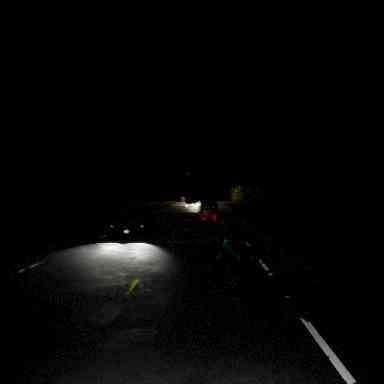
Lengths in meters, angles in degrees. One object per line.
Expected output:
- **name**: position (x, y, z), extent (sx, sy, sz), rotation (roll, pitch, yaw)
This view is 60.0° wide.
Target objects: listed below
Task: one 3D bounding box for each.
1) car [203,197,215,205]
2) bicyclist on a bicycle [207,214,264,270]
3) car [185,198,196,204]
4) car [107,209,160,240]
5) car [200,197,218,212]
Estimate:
- **car**: position (3.179, 1.656, 62.483), extent (2.128, 1.511, 4.902), rotation (0, -1, 3)
- **bicyclist on a bicycle**: position (1.258, 1.453, 9.647), extent (1.656, 1.620, 0.582), rotation (-1, 0, 3)
- **car**: position (-0.246, 1.800, 66.415), extent (1.895, 1.301, 4.718), rotation (0, 0, 3)
- **car**: position (-2.830, 1.560, 16.751), extent (1.994, 1.385, 4.181), rotation (0, 0, 3)
- **car**: position (1.957, 1.506, 38.221), extent (2.128, 1.511, 4.902), rotation (0, 0, 3)
